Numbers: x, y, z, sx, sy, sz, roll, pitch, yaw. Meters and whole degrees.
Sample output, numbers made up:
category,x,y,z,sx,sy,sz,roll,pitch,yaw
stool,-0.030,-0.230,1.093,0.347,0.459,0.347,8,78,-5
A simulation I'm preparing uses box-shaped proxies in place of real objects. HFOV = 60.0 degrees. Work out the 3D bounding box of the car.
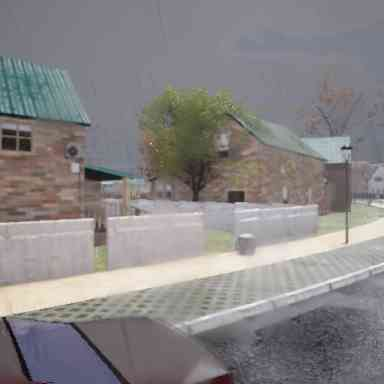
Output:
category,x,y,z,sx,sy,sz,roll,pitch,yaw
car,-2.123,1.551,1.552,5.357,1.411,2.033,0,0,-35
